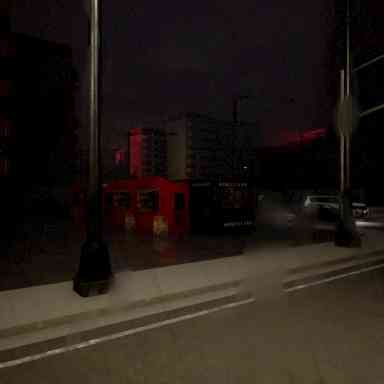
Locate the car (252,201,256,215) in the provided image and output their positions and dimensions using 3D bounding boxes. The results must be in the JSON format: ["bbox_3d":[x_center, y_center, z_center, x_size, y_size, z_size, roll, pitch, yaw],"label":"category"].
[{"bbox_3d":[5.385,1.685,34.184,1.882,1.535,5.008,0,-1,-36],"label":"car"}]

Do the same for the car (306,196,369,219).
[{"bbox_3d":[12.785,1.339,29.932,2.150,2.045,5.566,0,-1,-36],"label":"car"}]

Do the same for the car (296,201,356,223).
[{"bbox_3d":[10.565,1.667,27.023,1.994,1.385,4.181,0,-1,-36],"label":"car"}]
